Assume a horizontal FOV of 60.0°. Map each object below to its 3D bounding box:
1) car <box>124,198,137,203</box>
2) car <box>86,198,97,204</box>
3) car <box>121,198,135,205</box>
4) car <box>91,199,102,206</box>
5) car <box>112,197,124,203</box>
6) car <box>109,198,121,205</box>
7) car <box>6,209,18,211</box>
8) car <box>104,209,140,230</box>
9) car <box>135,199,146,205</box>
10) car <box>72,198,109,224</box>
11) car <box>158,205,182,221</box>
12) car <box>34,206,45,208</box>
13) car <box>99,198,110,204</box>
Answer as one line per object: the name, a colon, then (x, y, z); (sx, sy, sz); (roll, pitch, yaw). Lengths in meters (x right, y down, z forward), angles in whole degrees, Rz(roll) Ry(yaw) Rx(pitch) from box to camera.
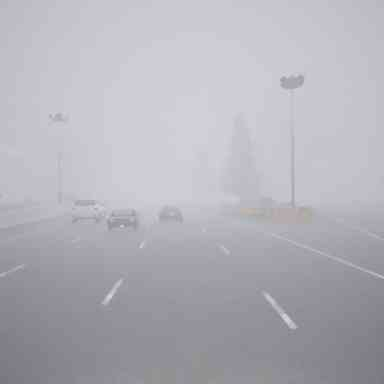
car: (-16.941, 2.305, 91.667); (2.128, 1.511, 4.902); (0, -1, -26)
car: (-26.457, 2.293, 87.229); (1.882, 1.535, 5.008); (0, -1, -26)
car: (-16.023, 2.367, 80.920); (2.128, 1.511, 4.902); (0, -1, -24)
car: (-22.270, 2.354, 77.708); (1.837, 1.490, 4.892); (0, -1, -24)
car: (-20.113, 2.269, 90.188); (1.882, 1.535, 5.008); (0, -1, -26)
car: (-18.987, 2.391, 78.947); (2.033, 1.411, 5.357); (0, -1, -24)
car: (-21.541, 2.080, 38.979); (1.994, 1.385, 4.181); (0, -1, -11)
car: (-4.614, 1.842, 22.966); (1.895, 1.301, 4.718); (0, -1, -7)
car: (-12.897, 2.423, 82.507); (1.895, 1.301, 4.718); (0, -1, -24)
car: (-8.800, 1.544, 28.600); (2.150, 2.045, 5.566); (0, -1, -8)
car: (-2.037, 1.849, 30.210); (1.994, 1.385, 4.181); (0, -1, -8)
car: (-25.143, 2.171, 53.931); (2.128, 1.511, 4.902); (0, 0, -15)
car: (-23.285, 2.303, 88.708); (1.837, 1.490, 4.892); (0, -1, -26)
